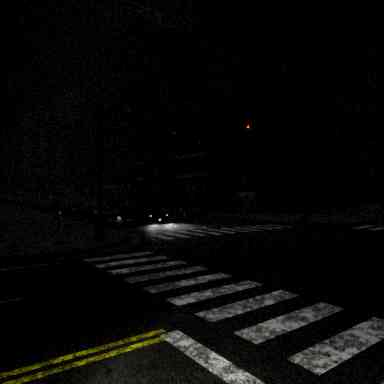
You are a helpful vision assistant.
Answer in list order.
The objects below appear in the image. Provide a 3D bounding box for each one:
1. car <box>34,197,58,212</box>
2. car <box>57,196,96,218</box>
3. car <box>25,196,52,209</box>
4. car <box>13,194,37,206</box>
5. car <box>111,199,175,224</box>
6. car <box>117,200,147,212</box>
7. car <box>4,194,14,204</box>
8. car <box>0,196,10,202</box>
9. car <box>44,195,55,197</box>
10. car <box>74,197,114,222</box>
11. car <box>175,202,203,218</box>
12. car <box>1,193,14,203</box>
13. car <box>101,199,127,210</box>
[{"bbox_3d":[-16.856,1.563,39.123,1.802,1.307,4.206,0,0,-35],"label":"car"},{"bbox_3d":[-10.462,1.421,30.146,1.967,1.590,4.097,0,0,-35],"label":"car"},{"bbox_3d":[-20.053,1.533,43.611,2.008,1.369,4.403,0,0,-35],"label":"car"},{"bbox_3d":[-26.447,1.430,52.588,1.967,1.590,4.097,0,0,-35],"label":"car"},{"bbox_3d":[-3.828,1.541,25.173,2.033,1.411,5.357,0,0,-37],"label":"car"},{"bbox_3d":[-7.123,1.594,39.290,1.802,1.307,4.206,0,0,-35],"label":"car"},{"bbox_3d":[-32.842,1.551,61.566,2.008,1.369,4.403,0,0,-35],"label":"car"},{"bbox_3d":[-42.433,1.598,75.032,1.802,1.307,4.206,0,0,-35],"label":"car"},{"bbox_3d":[-29.502,1.477,70.710,1.967,1.590,4.097,0,0,-35],"label":"car"},{"bbox_3d":[-7.265,1.423,25.657,1.967,1.590,4.097,0,0,-35],"label":"car"},{"bbox_3d":[-0.729,1.580,30.312,1.947,1.339,4.313,0,0,-35],"label":"car"},{"bbox_3d":[-39.236,1.556,70.543,1.887,1.381,4.507,0,0,-35],"label":"car"},{"bbox_3d":[-10.320,1.579,43.778,1.947,1.339,4.313,0,0,-35],"label":"car"}]
